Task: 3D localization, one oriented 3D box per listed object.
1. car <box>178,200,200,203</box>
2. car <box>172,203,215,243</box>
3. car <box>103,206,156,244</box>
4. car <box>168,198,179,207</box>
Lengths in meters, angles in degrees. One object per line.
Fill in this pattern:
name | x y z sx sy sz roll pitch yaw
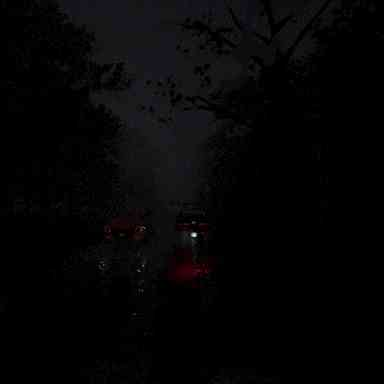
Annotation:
car | 0.016 1.532 33.190 2.128 1.511 4.902 0 0 0
car | 0.077 1.524 16.202 1.837 1.490 4.892 0 0 0
car | -2.872 1.497 16.133 1.882 1.535 5.008 0 0 0
car | -3.049 1.709 57.447 1.882 1.535 5.008 0 -1 0
